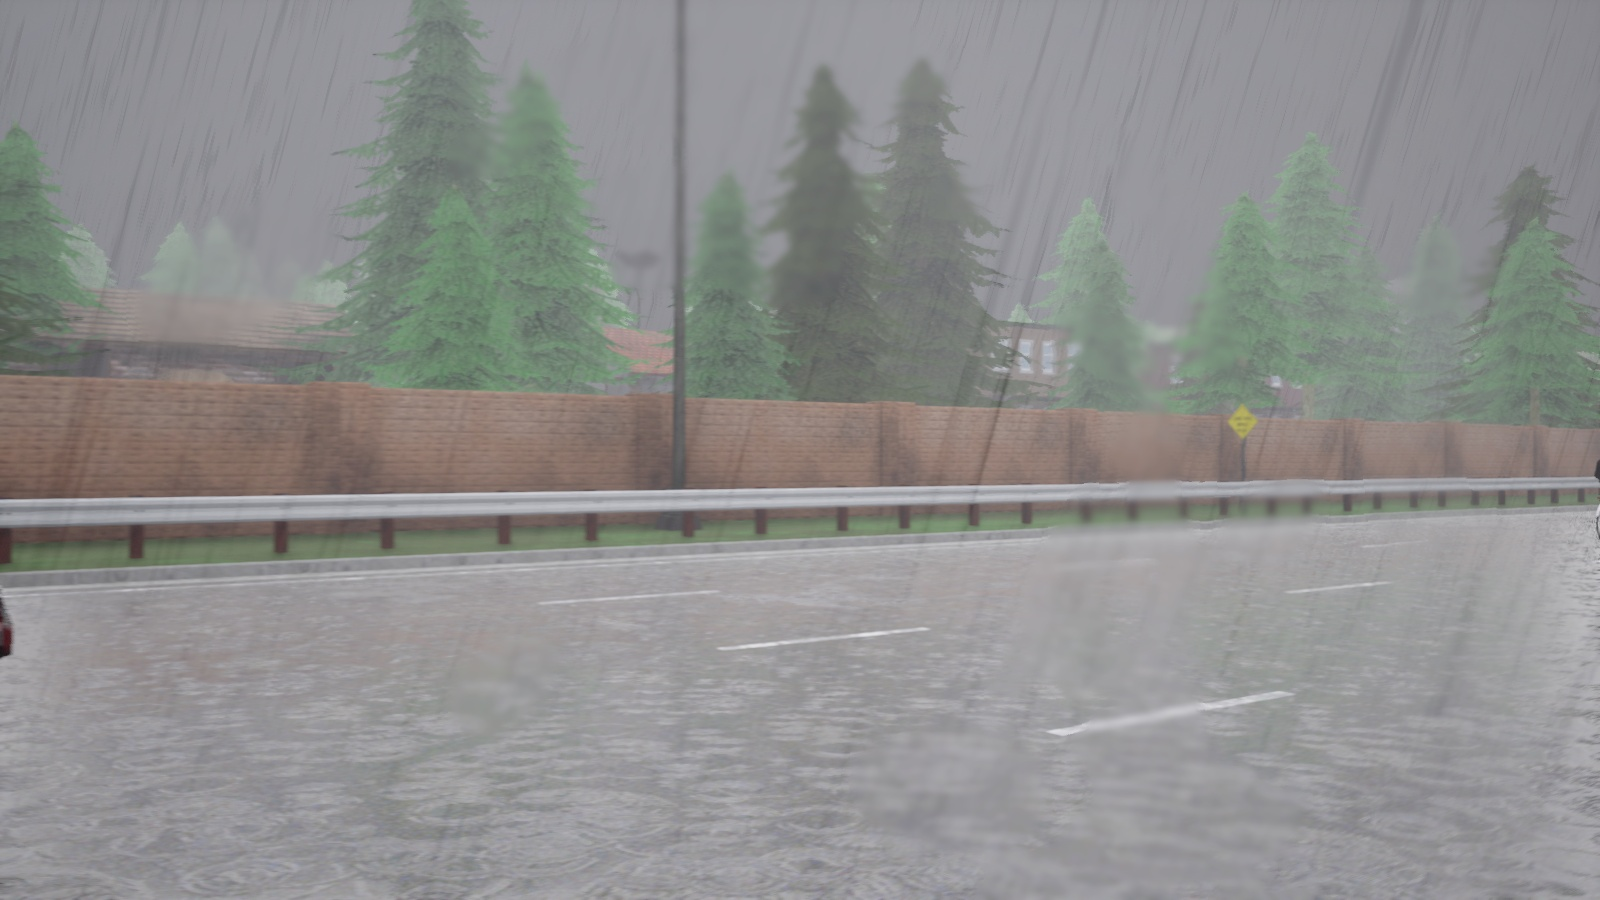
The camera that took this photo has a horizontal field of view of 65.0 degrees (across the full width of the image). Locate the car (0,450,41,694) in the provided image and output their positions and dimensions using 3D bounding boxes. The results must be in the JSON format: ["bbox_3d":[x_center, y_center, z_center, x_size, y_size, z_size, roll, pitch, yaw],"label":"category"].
[{"bbox_3d":[-6.800,0.738,7.454,3.806,1.475,1.970,0,0,-35],"label":"car"}]

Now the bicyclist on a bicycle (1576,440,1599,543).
[{"bbox_3d":[14.569,0.715,22.352,1.843,1.776,0.659,0,0,-37],"label":"bicyclist on a bicycle"}]
